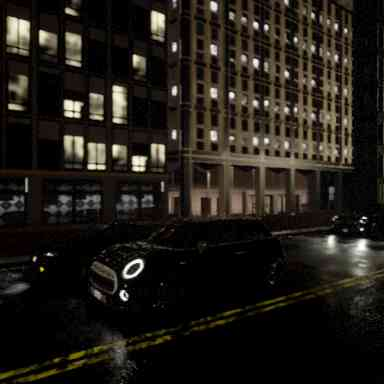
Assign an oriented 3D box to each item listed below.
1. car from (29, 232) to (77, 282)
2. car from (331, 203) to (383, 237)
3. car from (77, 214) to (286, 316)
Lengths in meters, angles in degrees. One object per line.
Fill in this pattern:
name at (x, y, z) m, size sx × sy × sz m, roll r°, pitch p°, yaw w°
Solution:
car at (-2.475, 1.576, 9.863) m, size 4.181 × 1.385 × 1.994 m, roll 0°, pitch 0°, yaw -35°
car at (9.780, 1.426, 18.549) m, size 4.553 × 1.767 × 2.097 m, roll 0°, pitch 0°, yaw -35°
car at (0.037, 1.366, 7.657) m, size 4.553 × 1.767 × 2.097 m, roll 0°, pitch 0°, yaw -35°
